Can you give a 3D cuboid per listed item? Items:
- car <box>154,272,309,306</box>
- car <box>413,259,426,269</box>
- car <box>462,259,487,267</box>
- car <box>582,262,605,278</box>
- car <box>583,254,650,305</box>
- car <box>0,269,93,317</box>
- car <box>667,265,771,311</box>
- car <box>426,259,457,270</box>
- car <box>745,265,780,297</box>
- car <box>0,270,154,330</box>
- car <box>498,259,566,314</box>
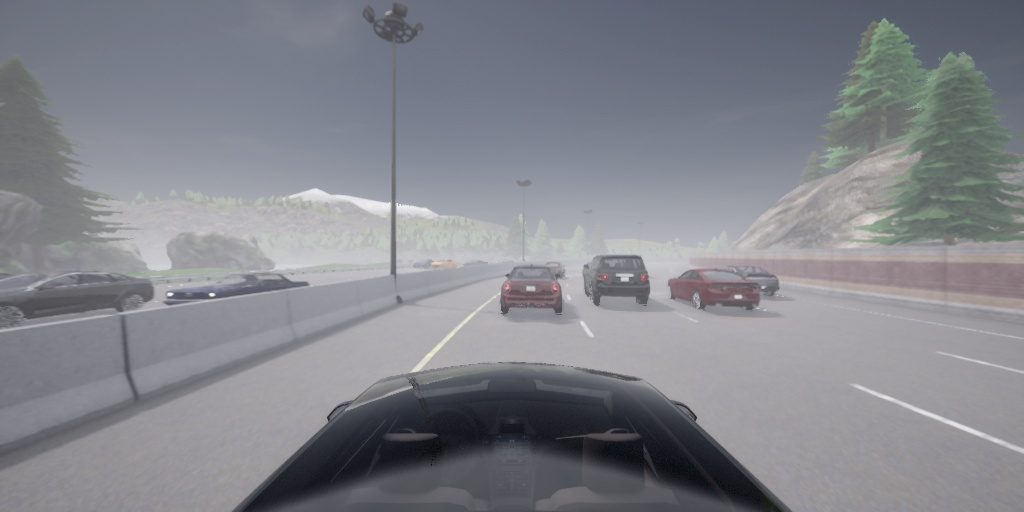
[{"bbox_3d":[-9.988,1.297,13.488,1.895,1.301,4.718,0,0,5],"label":"car"},{"bbox_3d":[-12.589,1.132,52.291,1.812,1.442,4.674,0,0,19],"label":"car"},{"bbox_3d":[-5.307,1.175,52.110,2.033,1.411,5.357,0,0,19],"label":"car"},{"bbox_3d":[7.671,1.268,33.624,1.994,1.385,4.181,0,0,14],"label":"car"},{"bbox_3d":[4.506,0.954,16.067,2.150,2.045,5.566,0,0,6],"label":"car"},{"bbox_3d":[-17.202,1.228,11.083,2.033,1.411,5.357,0,0,4],"label":"car"},{"bbox_3d":[7.888,1.223,14.574,1.882,1.535,5.008,0,0,6],"label":"car"},{"bbox_3d":[-9.554,1.097,50.410,1.882,1.535,5.008,0,0,19],"label":"car"},{"bbox_3d":[11.951,1.239,18.973,2.128,1.511,4.902,0,0,8],"label":"car"},{"bbox_3d":[-13.673,1.183,10.647,2.128,1.511,4.902,0,0,4],"label":"car"},{"bbox_3d":[0.800,1.079,13.800,2.097,1.767,4.553,0,0,5],"label":"car"}]
